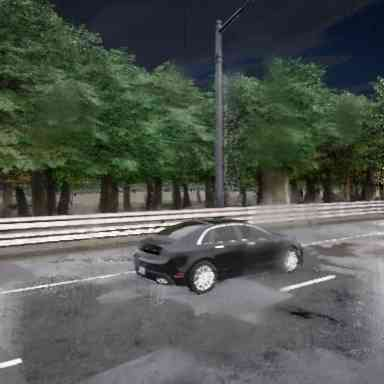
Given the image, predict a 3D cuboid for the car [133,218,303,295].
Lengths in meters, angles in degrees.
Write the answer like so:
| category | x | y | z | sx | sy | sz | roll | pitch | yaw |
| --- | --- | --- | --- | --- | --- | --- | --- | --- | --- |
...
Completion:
| category | x | y | z | sx | sy | sz | roll | pitch | yaw |
| --- | --- | --- | --- | --- | --- | --- | --- | --- | --- |
| car | 0.880 | 1.453 | 8.677 | 4.892 | 1.490 | 1.837 | 0 | 0 | -35 |
